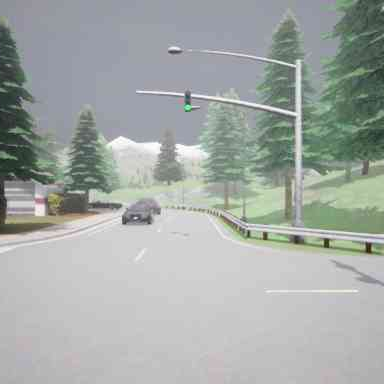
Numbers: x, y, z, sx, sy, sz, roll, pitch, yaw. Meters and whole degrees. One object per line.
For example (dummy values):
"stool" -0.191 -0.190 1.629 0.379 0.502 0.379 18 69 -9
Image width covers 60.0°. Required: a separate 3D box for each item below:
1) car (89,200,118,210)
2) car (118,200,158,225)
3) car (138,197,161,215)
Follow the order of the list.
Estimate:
"car" -11.151 1.607 41.840 4.718 1.301 1.895 0 0 14
"car" -3.842 1.564 24.269 1.994 1.385 4.181 0 0 -2
"car" -4.621 1.351 34.064 2.097 1.767 4.553 0 0 -19
